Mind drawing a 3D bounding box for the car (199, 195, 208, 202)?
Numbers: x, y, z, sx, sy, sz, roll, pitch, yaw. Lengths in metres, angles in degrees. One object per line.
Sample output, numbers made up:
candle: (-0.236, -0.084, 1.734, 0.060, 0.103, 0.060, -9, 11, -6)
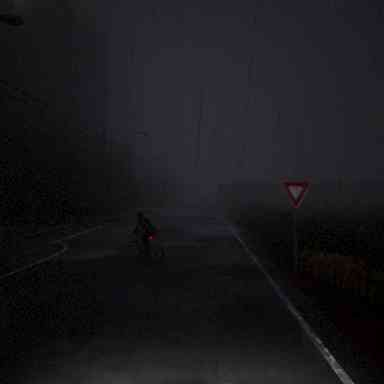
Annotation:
car: (2.547, 1.482, 73.125, 1.812, 1.442, 4.674, 0, 0, 2)

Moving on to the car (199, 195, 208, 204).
car: (2.169, 1.547, 62.513, 2.033, 1.411, 5.357, 0, 0, 2)

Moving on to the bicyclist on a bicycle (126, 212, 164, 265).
bicyclist on a bicycle: (-1.513, 1.453, 10.515, 1.656, 1.620, 0.582, -1, -1, 36)
